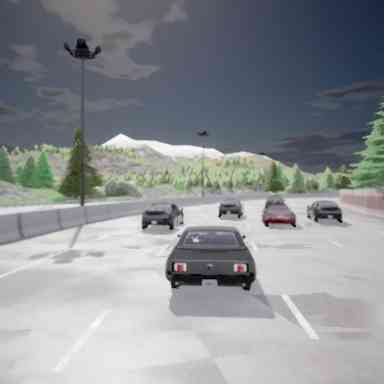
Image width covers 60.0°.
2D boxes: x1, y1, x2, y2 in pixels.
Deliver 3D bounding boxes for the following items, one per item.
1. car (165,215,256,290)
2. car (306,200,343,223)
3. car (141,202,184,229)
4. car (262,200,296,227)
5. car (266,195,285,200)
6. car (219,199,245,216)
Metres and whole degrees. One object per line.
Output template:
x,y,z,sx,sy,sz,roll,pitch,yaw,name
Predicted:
0.520,1.550,8.965,1.895,1.301,4.718,0,0,4,car
9.721,1.386,24.628,1.837,1.490,4.892,0,0,11,car
-1.680,1.383,20.363,1.837,1.490,4.892,0,0,9,car
5.709,1.450,22.170,1.994,1.385,4.181,0,0,10,car
9.783,1.152,38.941,2.097,1.767,4.553,0,0,17,car
3.436,1.348,28.704,1.837,1.490,4.892,0,0,12,car
